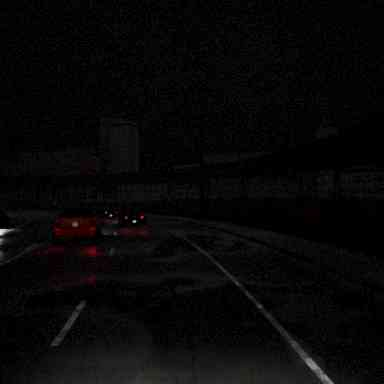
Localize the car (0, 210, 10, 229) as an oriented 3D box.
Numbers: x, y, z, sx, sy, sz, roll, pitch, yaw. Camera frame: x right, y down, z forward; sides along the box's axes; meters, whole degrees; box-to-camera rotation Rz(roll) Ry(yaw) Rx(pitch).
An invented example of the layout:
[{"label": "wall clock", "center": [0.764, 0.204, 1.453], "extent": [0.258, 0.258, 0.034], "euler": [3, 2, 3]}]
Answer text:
[{"label": "car", "center": [-15.948, 2.173, 26.798], "extent": [1.812, 1.442, 4.674], "euler": [0, -2, -19]}]

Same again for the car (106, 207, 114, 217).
[{"label": "car", "center": [-10.761, 2.595, 42.182], "extent": [1.895, 1.301, 4.718], "euler": [0, -2, -26]}]

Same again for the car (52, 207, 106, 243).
[{"label": "car", "center": [-5.919, 1.591, 17.627], "extent": [2.097, 1.767, 4.553], "euler": [0, -1, -12]}]

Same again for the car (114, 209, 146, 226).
[{"label": "car", "center": [-5.234, 2.119, 28.430], "extent": [1.895, 1.301, 4.718], "euler": [0, -2, -18]}]

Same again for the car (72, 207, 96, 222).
[{"label": "car", "center": [-12.054, 2.416, 36.779], "extent": [2.033, 1.411, 5.357], "euler": [0, -2, -24]}]
